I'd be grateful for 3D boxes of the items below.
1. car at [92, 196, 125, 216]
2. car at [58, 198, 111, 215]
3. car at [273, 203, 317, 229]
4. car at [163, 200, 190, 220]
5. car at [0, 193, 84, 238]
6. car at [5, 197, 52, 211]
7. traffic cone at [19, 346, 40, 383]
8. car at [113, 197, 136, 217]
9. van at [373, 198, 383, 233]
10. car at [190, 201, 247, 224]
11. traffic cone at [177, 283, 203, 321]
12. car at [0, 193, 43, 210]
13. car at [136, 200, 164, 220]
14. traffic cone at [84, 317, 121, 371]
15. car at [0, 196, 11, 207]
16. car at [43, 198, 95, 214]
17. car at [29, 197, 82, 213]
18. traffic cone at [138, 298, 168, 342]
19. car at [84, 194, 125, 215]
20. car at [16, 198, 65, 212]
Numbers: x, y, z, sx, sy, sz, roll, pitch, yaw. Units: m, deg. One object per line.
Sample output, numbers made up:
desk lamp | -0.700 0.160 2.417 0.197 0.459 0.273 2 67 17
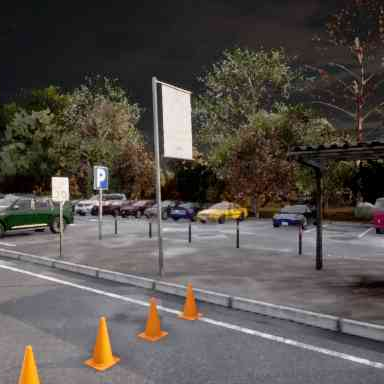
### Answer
car | -6.600 1.466 31.705 2.097 1.535 5.008 0 0 35
car | -11.146 1.461 34.889 2.231 1.521 4.892 0 0 35
car | 7.003 1.513 22.097 2.163 1.488 4.792 0 0 35
car | 0.225 1.504 26.935 2.163 1.488 4.792 0 0 35
car | -8.890 1.221 17.285 2.435 2.045 5.566 0 0 35
car | -20.214 1.452 41.309 2.163 1.488 4.792 0 0 35
traffic cone | -1.758 1.957 3.582 0.340 0.580 0.340 0 0 35
car | -4.329 1.469 30.108 2.097 1.535 5.008 0 0 35
van | 11.627 1.264 19.023 1.878 1.987 4.442 0 0 35
car | 2.372 1.475 25.162 1.946 1.575 5.366 0 0 35
traffic cone | -0.032 1.957 6.030 0.340 0.580 0.340 0 0 36
car | -22.515 1.153 42.857 2.435 2.045 5.566 0 0 35
car | -2.058 1.473 28.512 2.231 1.521 4.892 0 0 35
traffic cone | -1.182 1.957 4.398 0.340 0.580 0.340 0 0 35
car | -29.204 1.333 47.824 1.946 1.575 5.366 1 0 35
car | -13.418 1.455 36.488 2.097 1.535 5.008 0 0 35
car | -15.580 1.444 38.240 1.946 1.575 5.366 0 0 35
traffic cone | -0.607 1.957 5.214 0.340 0.580 0.340 0 0 35
car | -8.889 1.212 33.274 2.435 2.045 5.566 0 0 35
car | -17.971 1.469 39.660 2.163 1.488 4.792 0 0 35
